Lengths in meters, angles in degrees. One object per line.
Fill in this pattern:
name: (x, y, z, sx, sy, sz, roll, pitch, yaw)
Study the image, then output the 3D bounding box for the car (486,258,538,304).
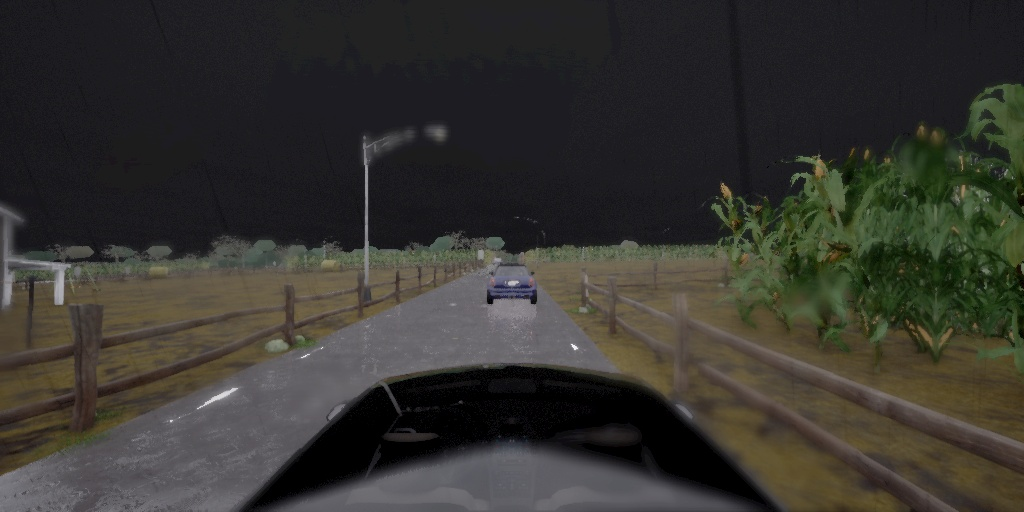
car: (0.000, 1.114, 16.472, 2.097, 1.767, 4.553, 0, 0, 0)
